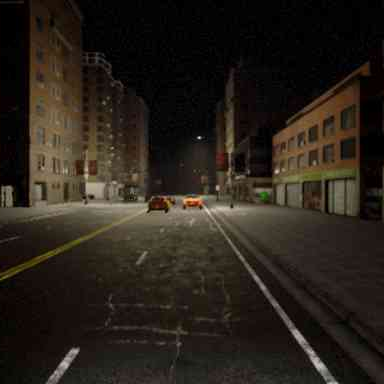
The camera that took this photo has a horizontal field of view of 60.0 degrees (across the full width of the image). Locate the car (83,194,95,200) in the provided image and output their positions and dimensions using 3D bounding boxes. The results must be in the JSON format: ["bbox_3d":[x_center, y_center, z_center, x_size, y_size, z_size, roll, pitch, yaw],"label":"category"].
[{"bbox_3d":[-22.225,0.971,68.675,4.313,1.339,1.947,0,0,0],"label":"car"}]

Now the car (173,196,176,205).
[{"bbox_3d":[-3.301,1.164,47.577,1.895,1.301,4.718,0,1,0],"label":"car"}]

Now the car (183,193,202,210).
[{"bbox_3d":[0.058,1.005,37.530,2.097,1.767,4.553,0,1,0],"label":"car"}]

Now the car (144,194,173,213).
[{"bbox_3d":[-3.184,1.176,32.791,1.882,1.535,5.008,0,0,0],"label":"car"}]

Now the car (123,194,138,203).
[{"bbox_3d":[-9.808,1.056,53.219,1.837,1.490,4.892,0,1,0],"label":"car"}]

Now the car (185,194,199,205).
[{"bbox_3d":[-0.051,1.039,47.572,1.882,1.535,5.008,0,1,0],"label":"car"}]
